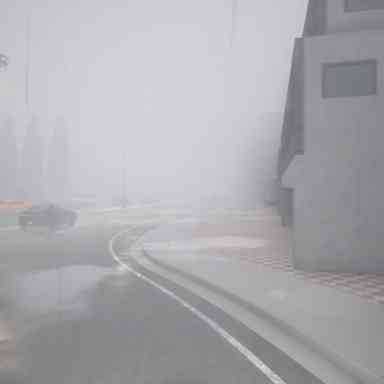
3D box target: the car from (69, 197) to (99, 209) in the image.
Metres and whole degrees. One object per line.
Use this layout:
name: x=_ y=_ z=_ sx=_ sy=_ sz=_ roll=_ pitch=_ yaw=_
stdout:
car: x=-13.843 y=1.609 z=41.421 sx=1.895 sy=1.301 sz=4.718 roll=0 pitch=0 yaw=14

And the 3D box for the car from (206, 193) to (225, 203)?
car: x=5.047 y=1.236 z=70.774 sx=2.150 sy=2.045 sz=5.566 roll=0 pitch=0 yaw=13

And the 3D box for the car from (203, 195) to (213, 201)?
car: x=3.939 y=1.369 z=81.341 sx=1.812 sy=1.442 sz=4.674 roll=0 pitch=0 yaw=13

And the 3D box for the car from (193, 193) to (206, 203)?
car: x=1.644 y=1.229 z=71.635 sx=2.150 sy=2.045 sz=5.566 roll=0 pitch=0 yaw=13

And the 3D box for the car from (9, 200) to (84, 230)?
car: x=-8.833 y=1.496 z=20.770 sx=2.128 sy=1.511 sz=4.902 roll=0 pitch=0 yaw=2

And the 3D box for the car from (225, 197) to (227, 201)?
car: x=7.433 y=1.565 z=80.905 sx=1.994 sy=1.385 sz=4.181 roll=0 pitch=0 yaw=13

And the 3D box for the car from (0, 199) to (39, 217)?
car: x=-17.164 y=1.485 z=30.913 sx=1.882 sy=1.535 sz=5.008 roll=0 pitch=1 yaw=22

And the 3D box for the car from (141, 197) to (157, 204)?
car: x=-8.273 y=1.575 z=64.647 sx=1.994 sy=1.385 sz=4.181 roll=0 pitch=0 yaw=14

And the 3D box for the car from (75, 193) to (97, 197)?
car: x=-15.745 y=1.231 z=48.502 sx=2.150 sy=2.045 sz=5.566 roll=0 pitch=0 yaw=13

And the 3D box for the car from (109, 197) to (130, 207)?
car: x=-11.294 y=1.502 z=52.063 sx=2.128 sy=1.511 sz=4.902 roll=0 pitch=0 yaw=13
